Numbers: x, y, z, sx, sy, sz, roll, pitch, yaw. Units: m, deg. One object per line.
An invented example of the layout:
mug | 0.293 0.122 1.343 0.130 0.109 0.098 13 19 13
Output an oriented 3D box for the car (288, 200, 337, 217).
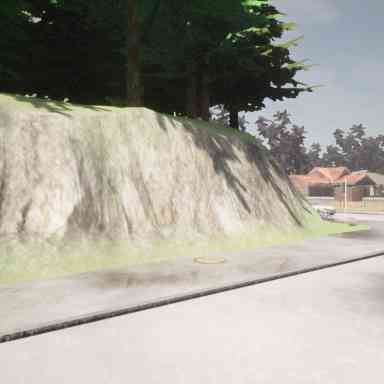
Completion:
car | 11.276 1.525 31.433 1.812 1.442 4.674 0 0 -36
